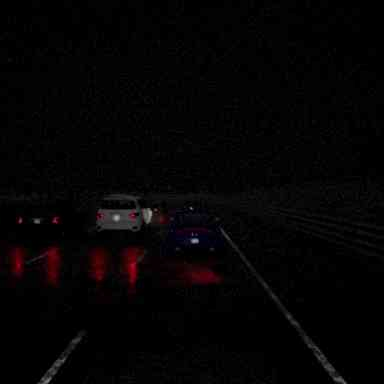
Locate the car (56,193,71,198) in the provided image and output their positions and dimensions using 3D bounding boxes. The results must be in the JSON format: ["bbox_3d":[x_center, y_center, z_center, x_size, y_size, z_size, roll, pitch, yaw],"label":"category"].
[{"bbox_3d":[-25.483,1.209,66.739,2.150,2.045,5.566,0,0,-1],"label":"car"}]

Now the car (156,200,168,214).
[{"bbox_3d":[-3.630,1.535,35.039,1.812,1.442,4.674,0,0,-1],"label":"car"}]

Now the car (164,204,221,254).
[{"bbox_3d":[0.101,1.476,13.525,1.882,1.535,5.008,0,0,0],"label":"car"}]

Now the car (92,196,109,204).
[{"bbox_3d":[-18.496,1.508,67.353,2.128,1.511,4.902,0,0,-1],"label":"car"}]

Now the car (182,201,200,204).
[{"bbox_3d":[-0.124,1.575,34.685,1.994,1.385,4.181,0,0,-1],"label":"car"}]

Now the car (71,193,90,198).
[{"bbox_3d":[-21.994,1.207,67.239,2.150,2.045,5.566,0,0,-1],"label":"car"}]

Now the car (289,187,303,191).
[{"bbox_3d":[25.142,-0.602,80.134,1.812,1.442,4.674,0,-4,-14],"label":"car"}]

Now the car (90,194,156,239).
[{"bbox_3d":[-3.407,1.222,17.626,2.150,2.045,5.566,0,0,-1],"label":"car"}]

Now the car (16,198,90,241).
[{"bbox_3d":[-6.898,1.352,16.951,2.097,1.767,4.553,0,0,0],"label":"car"}]

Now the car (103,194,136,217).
[{"bbox_3d":[-7.085,1.229,33.114,2.150,2.045,5.566,0,0,-1],"label":"car"}]
